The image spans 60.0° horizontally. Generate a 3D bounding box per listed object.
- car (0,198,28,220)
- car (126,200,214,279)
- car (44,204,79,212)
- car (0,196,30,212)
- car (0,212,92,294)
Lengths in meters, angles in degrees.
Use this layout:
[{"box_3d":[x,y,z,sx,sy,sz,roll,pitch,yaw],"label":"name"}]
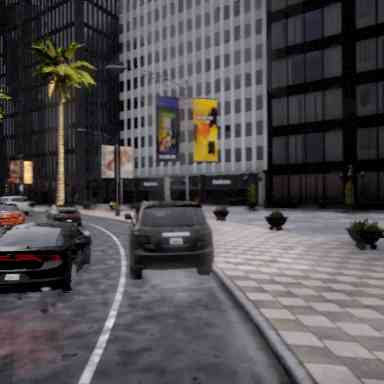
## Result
[{"box_3d":[-12.485,1.517,22.239,2.097,1.767,4.553,0,0,-30],"label":"car"},{"box_3d":[-0.886,1.257,10.437,2.150,2.045,5.566,-1,0,-11],"label":"car"},{"box_3d":[-9.148,1.647,23.488,1.837,1.490,4.892,0,-1,-30],"label":"car"},{"box_3d":[-19.545,1.485,35.685,5.566,2.045,2.150,0,0,39],"label":"car"},{"box_3d":[-3.909,1.536,8.962,1.882,1.535,5.008,0,0,-9],"label":"car"}]
